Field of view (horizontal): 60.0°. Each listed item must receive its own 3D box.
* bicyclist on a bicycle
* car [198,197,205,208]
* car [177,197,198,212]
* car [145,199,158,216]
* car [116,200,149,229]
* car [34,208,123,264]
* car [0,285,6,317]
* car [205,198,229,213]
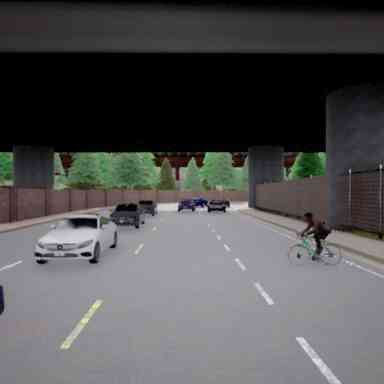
[{"bbox_3d":[3.670,1.440,9.970,1.656,1.620,0.582,-1,0,-2],"label":"bicyclist on a bicycle"},{"bbox_3d":[1.071,1.466,48.643,1.882,1.535,5.008,0,0,15],"label":"car"},{"bbox_3d":[-0.577,1.516,38.974,1.812,1.442,4.674,0,0,3],"label":"car"},{"bbox_3d":[-4.393,1.497,32.156,1.837,1.490,4.892,0,0,-1],"label":"car"},{"bbox_3d":[-4.176,1.500,21.814,1.837,1.490,4.892,0,0,-2],"label":"car"},{"bbox_3d":[-3.901,1.523,11.949,1.812,1.442,4.674,0,0,-2],"label":"car"},{"bbox_3d":[-3.632,1.600,2.678,1.895,1.301,4.718,0,0,-2],"label":"car"},{"bbox_3d":[2.776,1.555,37.356,1.994,1.385,4.181,0,0,4],"label":"car"}]
